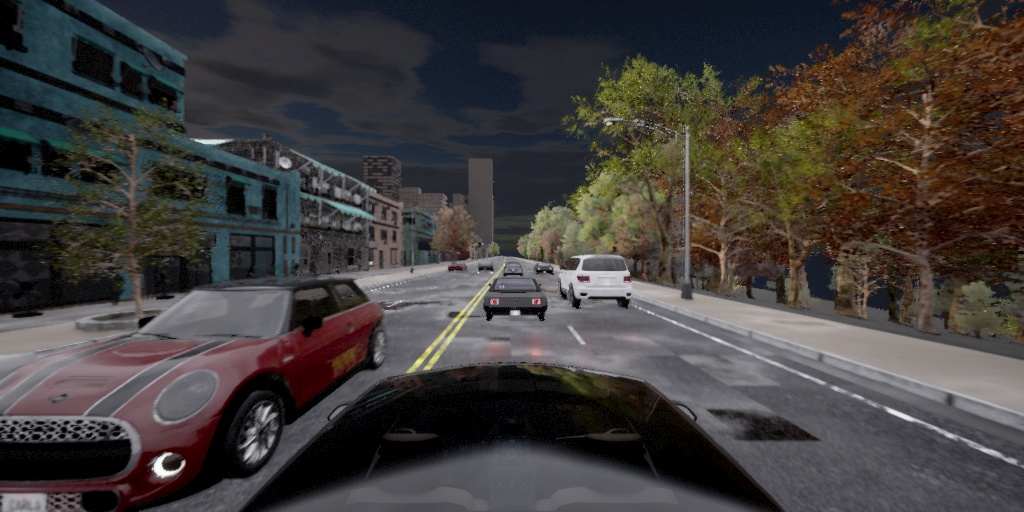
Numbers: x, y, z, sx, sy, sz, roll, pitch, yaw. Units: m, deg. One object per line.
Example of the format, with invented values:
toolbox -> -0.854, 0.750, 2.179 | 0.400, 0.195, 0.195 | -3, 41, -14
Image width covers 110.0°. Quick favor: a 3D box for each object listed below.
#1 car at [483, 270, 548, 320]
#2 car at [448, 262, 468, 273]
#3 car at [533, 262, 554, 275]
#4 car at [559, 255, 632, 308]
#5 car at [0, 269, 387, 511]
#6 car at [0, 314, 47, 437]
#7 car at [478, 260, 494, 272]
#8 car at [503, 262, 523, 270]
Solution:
car -> 0.102, 1.349, 12.550 | 1.895, 1.301, 4.718 | 0, 0, 0
car -> -6.582, 1.342, 43.694 | 1.895, 1.301, 4.718 | 0, 0, 0
car -> 3.358, 1.343, 38.965 | 1.895, 1.301, 4.718 | 0, 0, 0
car -> 3.353, 0.969, 15.330 | 2.150, 2.045, 5.566 | 0, 0, 0
car -> -3.350, 1.101, 4.705 | 2.097, 1.767, 4.553 | 0, 0, 0
car -> -6.600, 1.351, 1.999 | 1.895, 1.301, 4.718 | 0, 0, 0
car -> -3.323, 1.218, 46.407 | 1.882, 1.535, 5.008 | 0, 0, 0
car -> 0.108, 1.290, 33.830 | 2.033, 1.411, 5.357 | 0, 0, 0
